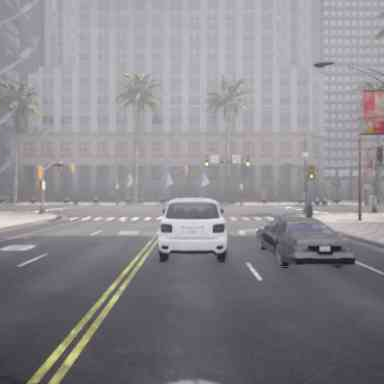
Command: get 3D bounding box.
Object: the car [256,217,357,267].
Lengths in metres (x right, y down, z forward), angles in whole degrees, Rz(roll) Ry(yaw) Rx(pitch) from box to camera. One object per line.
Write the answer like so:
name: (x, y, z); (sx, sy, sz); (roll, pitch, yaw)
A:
car: (3.526, 1.545, 11.298); (2.033, 1.411, 5.357); (0, 0, 0)

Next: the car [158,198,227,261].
car: (0.038, 1.220, 12.341); (2.150, 2.045, 5.566); (0, 0, 0)
